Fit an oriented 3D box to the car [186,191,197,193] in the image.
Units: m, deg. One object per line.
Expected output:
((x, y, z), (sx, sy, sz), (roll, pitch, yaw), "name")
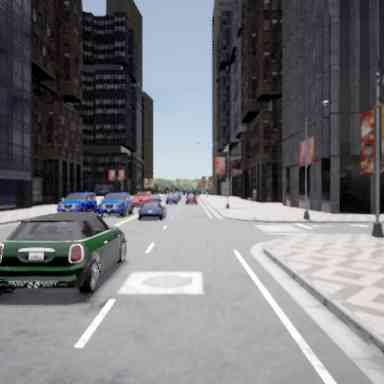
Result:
((-0.080, 1.147, 63.612), (1.882, 1.535, 5.008), (0, 0, 0), "car")

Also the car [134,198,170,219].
((-3.183, 1.446, 27.342), (1.994, 1.385, 4.181), (0, 0, 0), "car")

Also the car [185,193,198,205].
((-0.067, 1.256, 53.419), (1.812, 1.442, 4.674), (0, 0, 0), "car")

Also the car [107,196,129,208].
((-9.892, 1.309, 44.727), (1.812, 1.442, 4.674), (0, 0, 0), "car")

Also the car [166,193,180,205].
((-3.318, 1.254, 53.831), (1.812, 1.442, 4.674), (0, 0, 0), "car")

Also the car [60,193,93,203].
((-9.887, 1.091, 29.161), (2.150, 2.045, 5.566), (0, 1, 0), "car")

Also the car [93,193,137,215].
((-6.637, 1.091, 29.306), (2.150, 2.045, 5.566), (0, 1, 0), "car")

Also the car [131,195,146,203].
((-9.855, 1.245, 61.650), (1.994, 1.385, 4.181), (0, 0, 1), "car")

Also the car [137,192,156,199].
((-6.649, 0.993, 45.336), (2.150, 2.045, 5.566), (0, 1, 0), "car")

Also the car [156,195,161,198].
((-6.605, 1.236, 60.489), (2.033, 1.411, 5.357), (0, 0, 1), "car")

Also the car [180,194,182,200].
((-3.330, 1.215, 63.932), (2.033, 1.411, 5.357), (0, 0, 0), "car")

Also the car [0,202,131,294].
((-3.162, 1.319, 8.879), (2.097, 1.767, 4.553), (0, 0, 0), "car")

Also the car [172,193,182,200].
((-3.342, 0.919, 73.650), (1.882, 1.535, 5.008), (0, 0, 0), "car")
